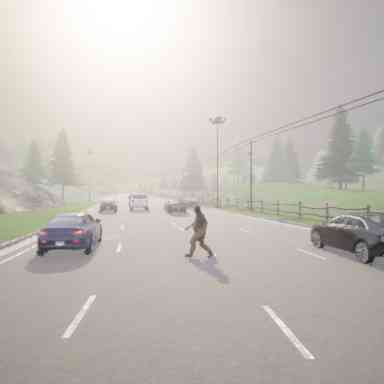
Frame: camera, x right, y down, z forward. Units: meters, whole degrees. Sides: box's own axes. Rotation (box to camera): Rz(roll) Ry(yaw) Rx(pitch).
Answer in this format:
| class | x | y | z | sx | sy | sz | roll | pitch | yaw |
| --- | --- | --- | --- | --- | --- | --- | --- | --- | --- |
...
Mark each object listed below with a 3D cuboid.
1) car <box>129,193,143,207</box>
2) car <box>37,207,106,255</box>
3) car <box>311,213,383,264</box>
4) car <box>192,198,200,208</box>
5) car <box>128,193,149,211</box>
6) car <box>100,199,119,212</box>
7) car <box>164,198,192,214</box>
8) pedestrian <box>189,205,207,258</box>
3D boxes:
| class | x | y | z | sx | sy | sz | roll | pitch | yaw |
| --- | --- | --- | --- | --- | --- | --- | --- | --- | --- |
| car | -8.980 | 1.221 | 53.067 | 2.150 | 2.045 | 5.566 | 0 | 0 | -11 |
| car | -4.718 | 1.525 | 13.228 | 1.812 | 1.442 | 4.674 | 0 | 0 | -9 |
| car | 6.016 | 1.492 | 11.842 | 2.128 | 1.511 | 4.902 | 0 | 0 | -7 |
| car | -0.210 | 1.526 | 44.983 | 1.812 | 1.442 | 4.674 | 0 | 0 | -12 |
| car | -6.618 | 1.219 | 41.376 | 2.150 | 2.045 | 5.566 | 0 | 0 | -11 |
| car | -9.551 | 1.526 | 38.212 | 1.812 | 1.442 | 4.674 | 0 | 0 | -11 |
| car | -1.808 | 1.492 | 35.214 | 2.128 | 1.511 | 4.902 | 0 | 0 | -11 |
| pedestrian | 0.196 | 1.294 | 11.022 | 0.375 | 1.860 | 0.375 | 0 | 0 | -8 |
